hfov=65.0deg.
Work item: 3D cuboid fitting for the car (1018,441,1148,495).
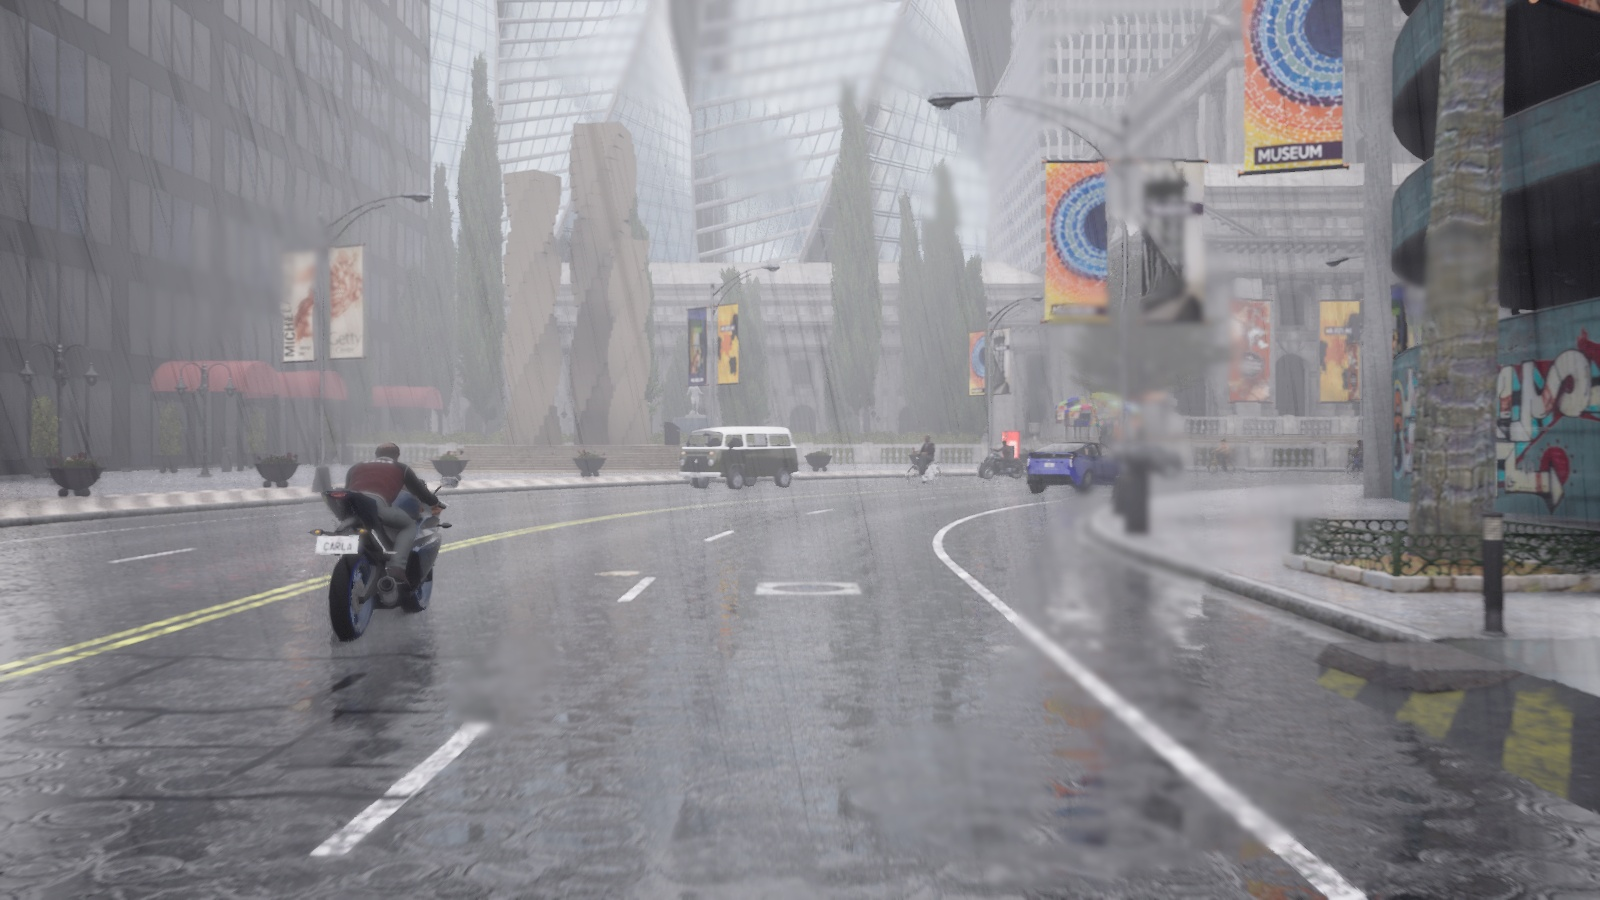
[{"bbox_3d":[8.475,0.489,37.390,2.007,1.525,4.514,0,0,39],"label":"car"}]

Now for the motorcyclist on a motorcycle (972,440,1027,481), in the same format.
[{"bbox_3d":[8.158,0.414,51.270,2.350,1.649,0.766,0,1,-35],"label":"motorcyclist on a motorcycle"}]

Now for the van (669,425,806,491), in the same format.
[{"bbox_3d":[-1.990,0.237,41.061,2.069,2.038,4.480,0,0,37],"label":"van"}]

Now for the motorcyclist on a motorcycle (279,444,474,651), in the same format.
[{"bbox_3d":[-3.425,0.720,10.403,0.866,1.530,2.191,0,0,0],"label":"motorcyclist on a motorcycle"}]

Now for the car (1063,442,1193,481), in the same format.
[{"bbox_3d":[13.169,0.429,50.371,4.902,1.511,2.128,0,0,-29],"label":"car"}]

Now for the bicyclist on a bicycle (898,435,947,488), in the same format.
[{"bbox_3d":[4.198,0.378,43.066,0.659,1.776,1.843,1,1,44],"label":"bicyclist on a bicycle"}]
